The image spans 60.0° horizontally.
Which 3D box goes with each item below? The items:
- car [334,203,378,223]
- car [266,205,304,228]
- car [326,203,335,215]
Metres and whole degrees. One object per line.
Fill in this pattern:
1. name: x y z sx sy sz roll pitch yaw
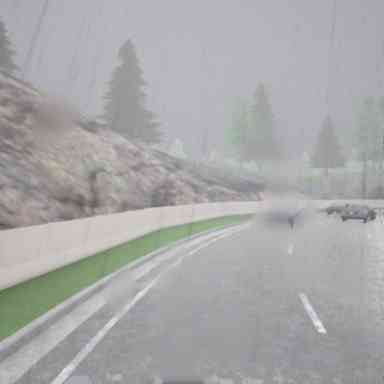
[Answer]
1. car: 13.693 1.694 27.203 2.033 1.411 5.357 0 0 39
2. car: 6.430 1.603 22.895 1.812 1.442 4.674 0 0 29
3. car: 15.858 1.773 34.742 4.718 1.301 1.895 1 0 -44
